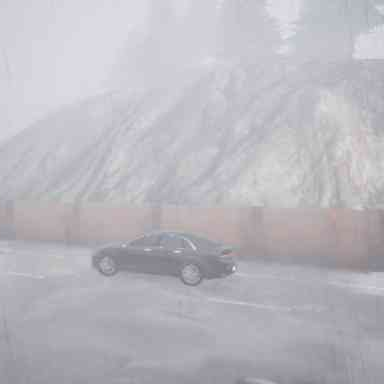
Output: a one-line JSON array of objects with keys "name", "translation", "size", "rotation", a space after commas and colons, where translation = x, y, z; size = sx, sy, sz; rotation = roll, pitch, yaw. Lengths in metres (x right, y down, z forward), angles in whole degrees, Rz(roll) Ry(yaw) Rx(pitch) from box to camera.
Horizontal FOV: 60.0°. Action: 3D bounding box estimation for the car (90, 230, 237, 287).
[{"name": "car", "translation": [-0.996, 2.016, 10.882], "size": [4.892, 1.490, 1.837], "rotation": [1, -3, 21]}]
